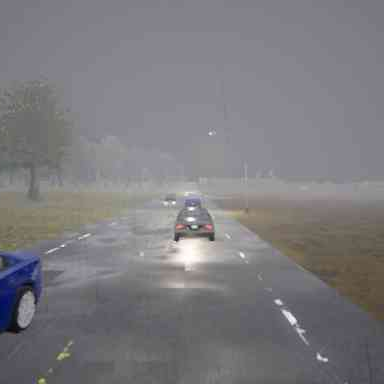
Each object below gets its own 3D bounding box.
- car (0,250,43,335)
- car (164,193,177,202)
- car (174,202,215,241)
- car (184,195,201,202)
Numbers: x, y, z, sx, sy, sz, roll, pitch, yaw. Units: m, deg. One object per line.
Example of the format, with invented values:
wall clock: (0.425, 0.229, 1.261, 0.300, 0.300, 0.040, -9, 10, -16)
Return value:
car: (-3.601, 1.472, 3.922, 1.882, 1.535, 5.008, 0, 0, 0)
car: (-3.509, 0.834, 55.117, 2.033, 1.411, 5.357, 0, 2, 0)
car: (0.102, 1.468, 16.239, 2.033, 1.411, 5.357, 0, 1, 0)
car: (0.099, 1.114, 39.730, 1.882, 1.535, 5.008, 0, 1, 0)
